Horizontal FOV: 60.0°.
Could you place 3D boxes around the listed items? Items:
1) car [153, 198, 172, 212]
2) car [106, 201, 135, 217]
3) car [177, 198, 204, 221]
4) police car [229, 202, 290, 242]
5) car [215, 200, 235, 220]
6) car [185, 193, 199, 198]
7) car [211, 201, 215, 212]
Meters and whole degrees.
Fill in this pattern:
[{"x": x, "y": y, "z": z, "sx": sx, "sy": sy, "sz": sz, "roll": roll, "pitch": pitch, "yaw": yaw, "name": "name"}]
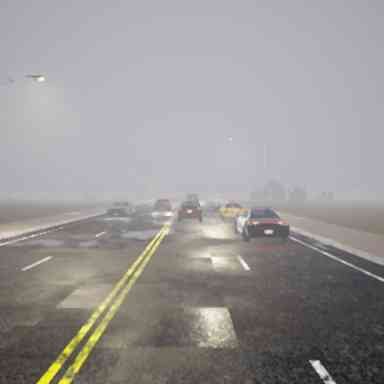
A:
[{"x": -3.349, "y": 1.465, "z": 38.715, "sx": 1.882, "sy": 1.535, "sz": 5.008, "roll": 0, "pitch": 0, "yaw": 0, "name": "car"}, {"x": -6.602, "y": 1.540, "z": 31.447, "sx": 2.033, "sy": 1.411, "sz": 5.357, "roll": 0, "pitch": 0, "yaw": 0, "name": "car"}, {"x": -0.132, "y": 1.499, "z": 27.293, "sx": 2.163, "sy": 1.488, "sz": 4.792, "roll": 0, "pitch": 0, "yaw": 1, "name": "car"}, {"x": 3.250, "y": 1.505, "z": 16.468, "sx": 2.038, "sy": 1.542, "sz": 4.974, "roll": 0, "pitch": 0, "yaw": 0, "name": "police car"}, {"x": 3.248, "y": 1.451, "z": 27.657, "sx": 1.801, "sy": 1.575, "sz": 5.366, "roll": 0, "pitch": 0, "yaw": 0, "name": "car"}, {"x": 0.061, "y": 1.194, "z": 56.329, "sx": 2.150, "sy": 2.045, "sz": 5.566, "roll": 0, "pitch": 1, "yaw": 0, "name": "car"}, {"x": 3.247, "y": 1.588, "z": 38.497, "sx": 1.895, "sy": 1.301, "sz": 4.718, "roll": 0, "pitch": 0, "yaw": 0, "name": "car"}]
